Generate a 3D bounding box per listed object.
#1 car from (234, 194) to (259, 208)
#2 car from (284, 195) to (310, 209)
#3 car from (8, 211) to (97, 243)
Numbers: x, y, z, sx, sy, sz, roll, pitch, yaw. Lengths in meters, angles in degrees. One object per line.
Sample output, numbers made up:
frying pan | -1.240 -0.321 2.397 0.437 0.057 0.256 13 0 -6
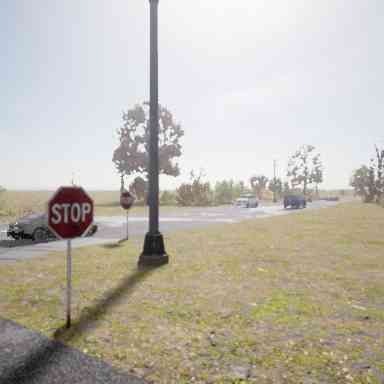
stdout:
car | 8.609 1.415 52.262 2.150 2.045 5.566 0 0 34
car | 15.519 1.400 49.979 2.150 2.045 5.566 0 0 34
car | -6.859 1.617 16.722 1.994 1.385 4.181 0 0 34
